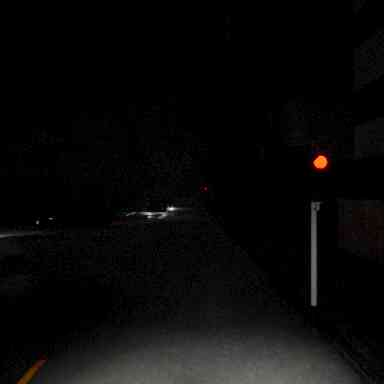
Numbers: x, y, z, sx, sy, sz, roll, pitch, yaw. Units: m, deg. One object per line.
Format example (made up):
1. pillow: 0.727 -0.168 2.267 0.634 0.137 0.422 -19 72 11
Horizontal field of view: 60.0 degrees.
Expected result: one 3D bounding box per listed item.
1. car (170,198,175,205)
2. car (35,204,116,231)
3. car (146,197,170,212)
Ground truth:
1. car: -4.019 1.618 56.936 1.895 1.301 4.718 0 0 0
2. car: -7.148 1.492 20.858 2.128 1.511 4.902 1 1 43
3. car: -4.105 1.353 38.646 2.097 1.767 4.553 0 0 0
